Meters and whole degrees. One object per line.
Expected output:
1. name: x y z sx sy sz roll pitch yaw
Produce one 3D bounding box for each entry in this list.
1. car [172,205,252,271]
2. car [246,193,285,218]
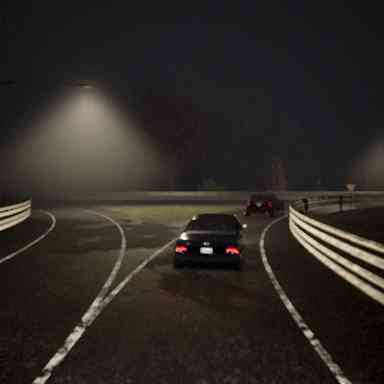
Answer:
1. car: 0.690 1.362 10.232 2.033 1.411 5.357 0 1 8
2. car: 5.681 0.896 25.383 2.097 1.767 4.553 1 1 27
